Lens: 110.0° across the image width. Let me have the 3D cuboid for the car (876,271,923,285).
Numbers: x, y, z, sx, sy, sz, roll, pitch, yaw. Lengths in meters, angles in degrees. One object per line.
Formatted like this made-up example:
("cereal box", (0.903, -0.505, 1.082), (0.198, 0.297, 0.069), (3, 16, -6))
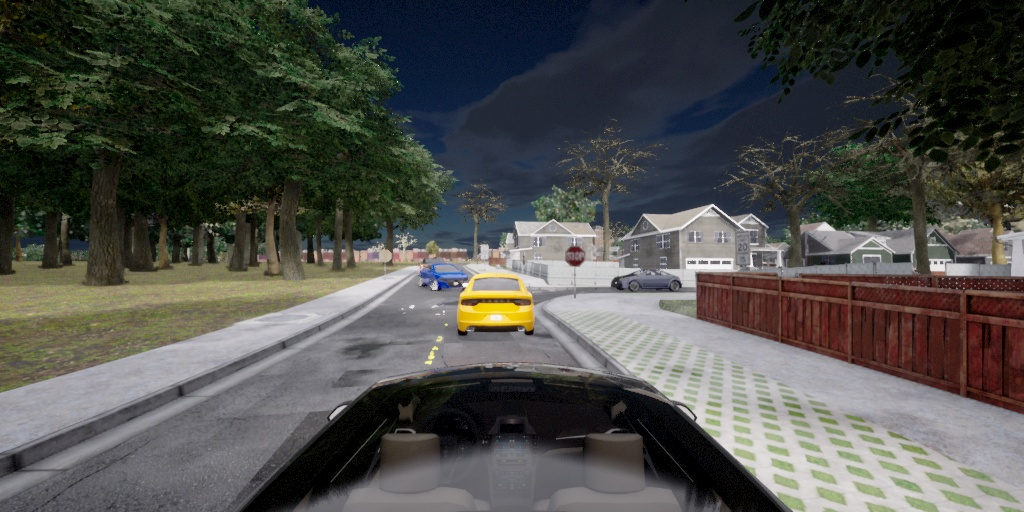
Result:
("car", (27.489, 1.767, 26.067), (4.892, 1.490, 1.837), (1, -3, -10))

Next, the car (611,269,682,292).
("car", (8.423, 1.518, 22.593), (4.181, 1.385, 1.994), (1, -3, -9))

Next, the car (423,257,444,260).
("car", (-7.567, 0.982, 33.191), (2.097, 1.767, 4.553), (0, 0, -11))

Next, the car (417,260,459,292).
("car", (-4.124, 1.179, 21.174), (1.882, 1.535, 5.008), (0, 0, -28))

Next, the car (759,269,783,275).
("car", (16.956, 1.617, 24.154), (4.674, 1.442, 1.812), (1, -3, -10))

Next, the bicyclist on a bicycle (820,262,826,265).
("bicyclist on a bicycle", (15.826, 1.106, 18.012), (0.582, 1.620, 1.656), (1, -3, -10))

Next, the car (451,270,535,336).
("car", (-0.464, 1.226, 10.491), (1.882, 1.535, 5.008), (0, 0, -3))
